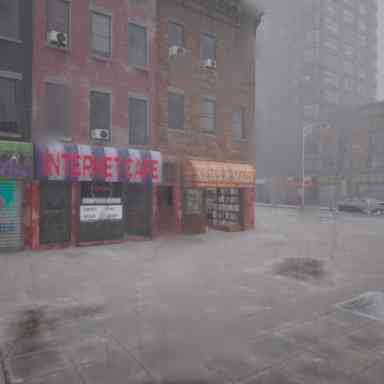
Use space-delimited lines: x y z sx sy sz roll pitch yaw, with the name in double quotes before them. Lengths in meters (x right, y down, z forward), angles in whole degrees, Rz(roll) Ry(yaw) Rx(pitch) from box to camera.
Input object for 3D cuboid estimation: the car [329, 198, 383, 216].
"car" 14.515 1.232 29.255 2.128 1.511 4.902 1 1 -35
